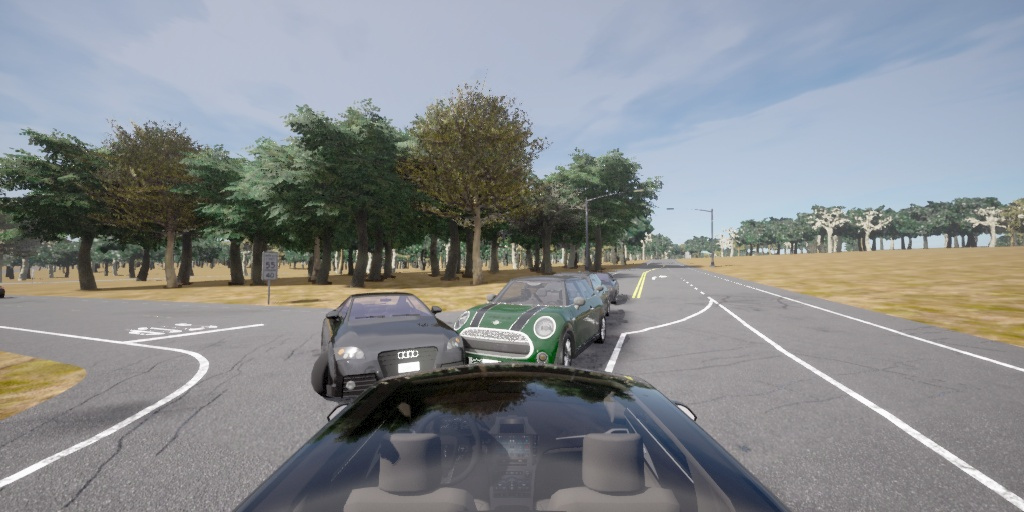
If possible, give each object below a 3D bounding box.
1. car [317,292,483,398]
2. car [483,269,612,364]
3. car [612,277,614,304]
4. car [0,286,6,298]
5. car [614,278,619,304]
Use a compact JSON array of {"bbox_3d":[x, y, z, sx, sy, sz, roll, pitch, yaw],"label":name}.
[{"bbox_3d":[-2.351,1.375,6.578,1.994,1.385,4.181,1,-2,-29],"label":"car"},{"bbox_3d":[0.620,1.218,7.783,2.097,1.767,4.553,-1,-2,26],"label":"car"},{"bbox_3d":[2.027,1.344,12.096,2.097,1.767,4.553,-1,-1,21],"label":"car"},{"bbox_3d":[-40.856,2.561,27.344,4.181,1.385,1.994,-2,-3,22],"label":"car"},{"bbox_3d":[4.221,1.509,17.822,1.994,1.385,4.181,-1,0,19],"label":"car"}]
